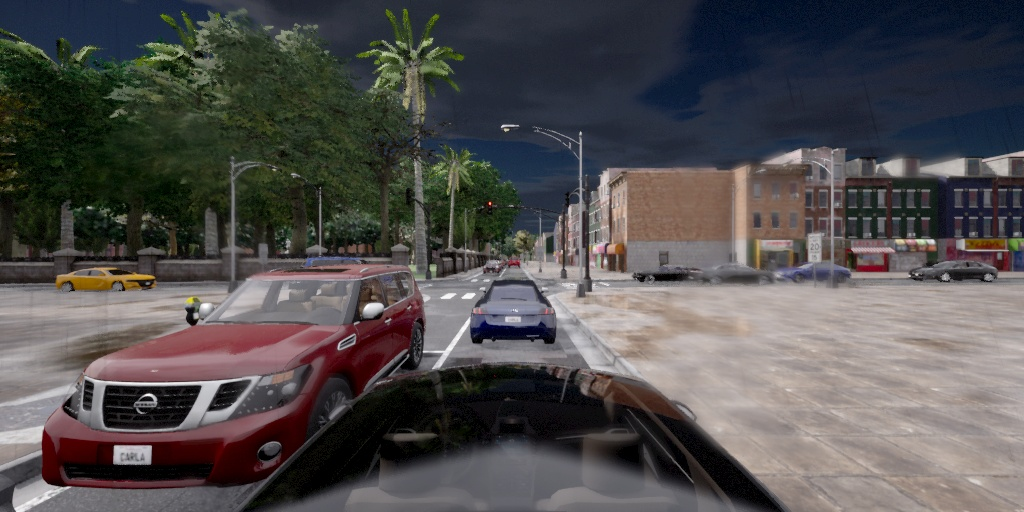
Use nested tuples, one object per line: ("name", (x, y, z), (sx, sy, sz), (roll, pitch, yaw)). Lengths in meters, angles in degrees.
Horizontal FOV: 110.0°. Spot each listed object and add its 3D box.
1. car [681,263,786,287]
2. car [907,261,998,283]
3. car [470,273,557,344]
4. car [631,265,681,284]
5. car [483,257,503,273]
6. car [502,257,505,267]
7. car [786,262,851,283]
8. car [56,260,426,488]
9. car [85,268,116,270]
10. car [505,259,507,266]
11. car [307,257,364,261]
("car", (13.643, 1.155, 22.334), (4.902, 1.511, 2.128), (0, 0, 0))
("car", (30.891, 1.070, 25.200), (4.892, 1.490, 1.837), (0, 0, 0))
("car", (0.042, 1.316, 9.622), (1.994, 1.385, 4.181), (0, 0, 0))
("car", (10.982, 1.279, 25.309), (4.718, 1.301, 1.895), (0, 0, 1))
("car", (-2.401, 1.268, 43.152), (1.967, 1.591, 4.097), (0, 0, 0))
("car", (-2.367, 1.291, 48.840), (1.967, 1.591, 4.097), (0, 0, 0))
("car", (21.098, 1.139, 25.252), (4.674, 1.442, 1.812), (0, 0, 0))
("car", (-2.622, 1.065, 5.006), (2.192, 1.841, 5.009), (0, 0, 0))
("car", (-25.361, 1.480, 22.519), (5.008, 1.535, 1.882), (-1, 0, 0))
("car", (-2.302, 1.485, 60.217), (1.802, 1.307, 4.207), (0, 0, 0))
("car", (-10.175, 1.078, 22.556), (5.566, 2.045, 2.150), (0, 0, -3))
